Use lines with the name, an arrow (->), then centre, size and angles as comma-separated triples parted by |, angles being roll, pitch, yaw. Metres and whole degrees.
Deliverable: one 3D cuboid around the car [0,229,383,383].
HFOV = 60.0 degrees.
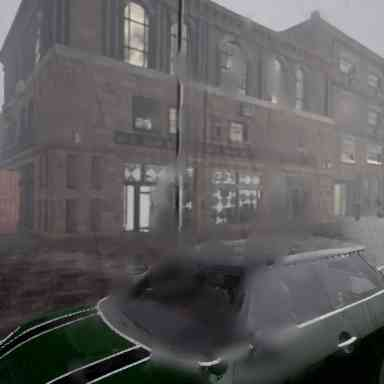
car -> 0.310, 1.354, 3.340 | 4.553, 1.767, 2.097 | 0, 0, -36
